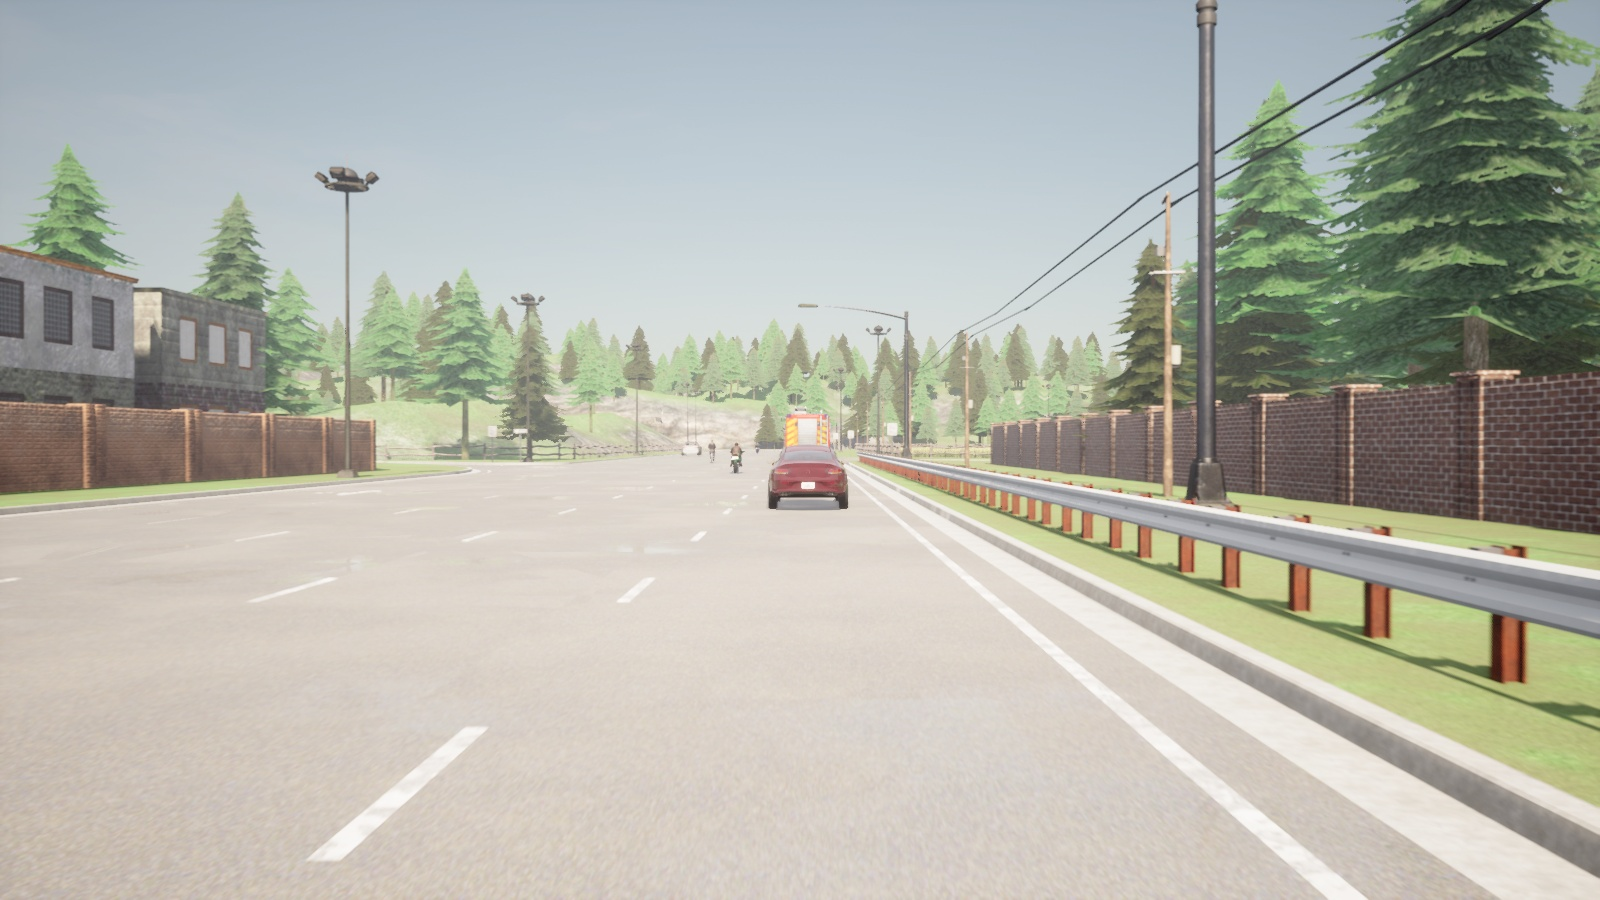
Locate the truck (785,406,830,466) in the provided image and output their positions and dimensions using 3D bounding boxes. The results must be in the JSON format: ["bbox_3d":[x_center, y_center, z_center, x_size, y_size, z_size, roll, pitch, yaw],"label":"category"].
[{"bbox_3d":[0.499,-0.893,84.317,2.891,3.827,8.468,0,0,0],"label":"truck"}]

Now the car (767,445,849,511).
[{"bbox_3d":[0.189,0.603,29.980,1.812,1.442,4.674,0,0,0],"label":"car"}]
